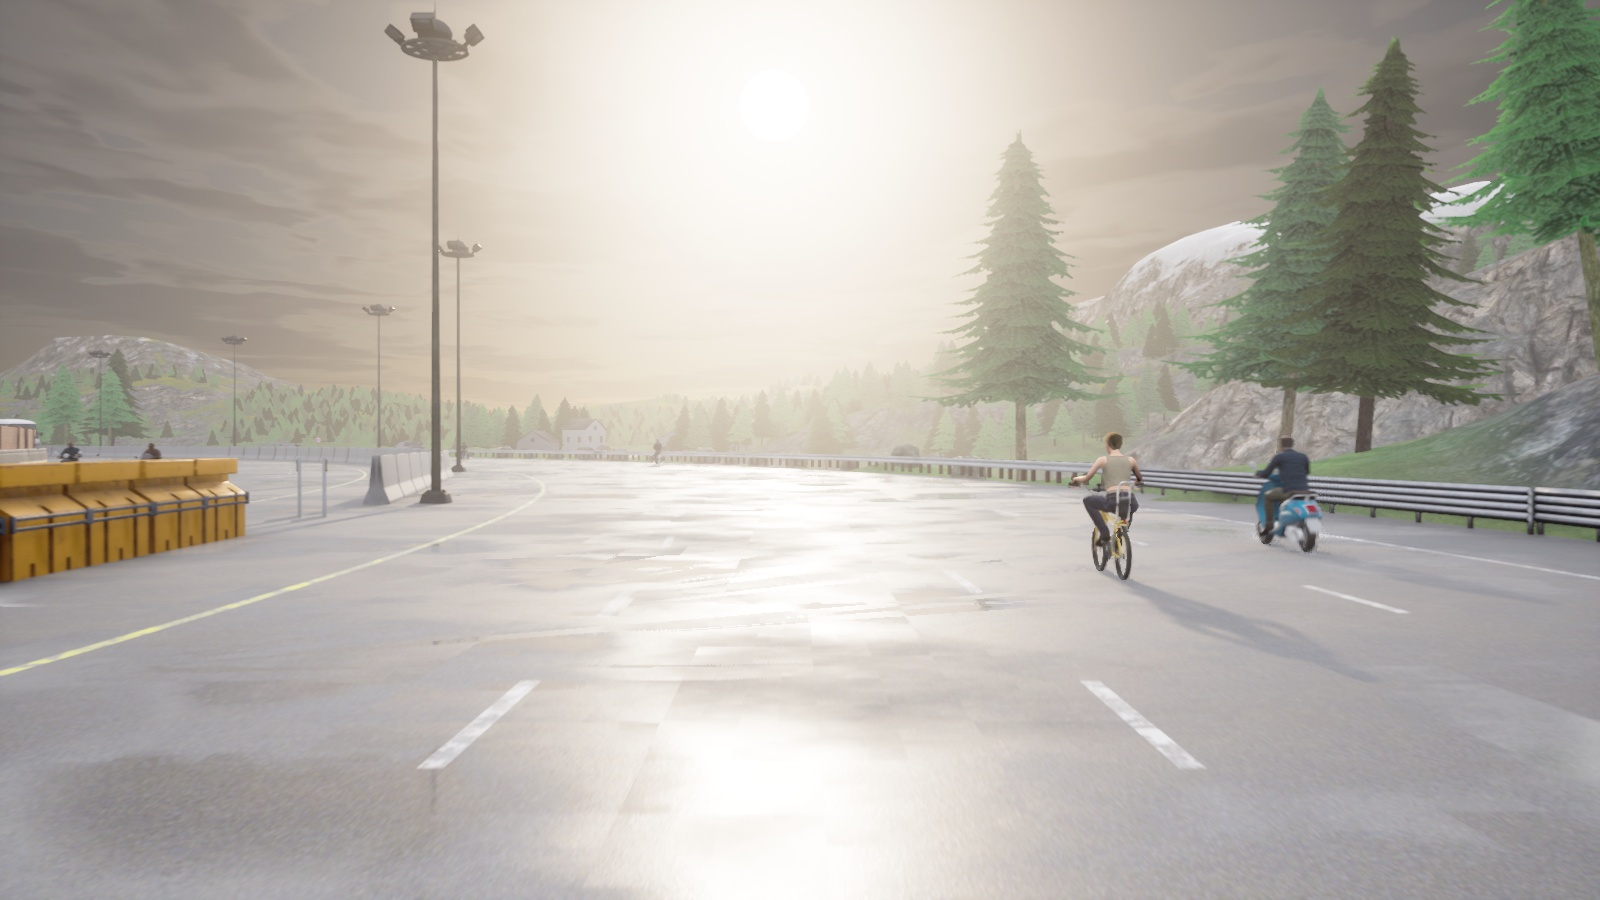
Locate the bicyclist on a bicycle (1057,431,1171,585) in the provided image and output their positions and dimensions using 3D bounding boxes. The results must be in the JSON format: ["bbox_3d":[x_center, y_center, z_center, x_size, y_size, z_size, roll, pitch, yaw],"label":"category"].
[{"bbox_3d":[3.453,0.607,13.945,0.866,1.612,1.509,0,0,-1],"label":"bicyclist on a bicycle"}]

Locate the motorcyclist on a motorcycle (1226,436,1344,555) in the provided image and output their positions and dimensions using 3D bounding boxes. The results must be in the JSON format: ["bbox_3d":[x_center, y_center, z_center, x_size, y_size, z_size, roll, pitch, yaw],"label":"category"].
[{"bbox_3d":[6.807,0.605,17.727,0.866,1.590,1.817,-1,0,-3],"label":"motorcyclist on a motorcycle"}]
